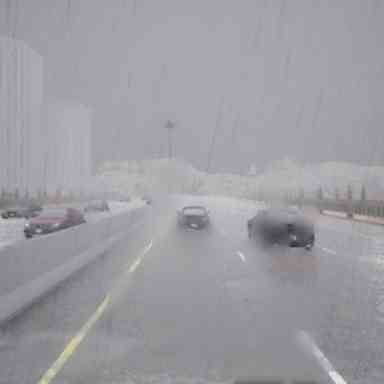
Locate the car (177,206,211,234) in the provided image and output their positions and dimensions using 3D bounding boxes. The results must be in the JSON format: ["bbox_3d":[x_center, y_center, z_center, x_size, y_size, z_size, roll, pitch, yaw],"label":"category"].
[{"bbox_3d":[0.105,1.535,19.219,1.812,1.442,4.674,0,0,0],"label":"car"}]

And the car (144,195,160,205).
[{"bbox_3d":[-7.015,1.631,60.356,1.895,1.301,4.718,0,0,1],"label":"car"}]

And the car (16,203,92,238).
[{"bbox_3d":[-7.094,1.535,17.711,1.812,1.442,4.674,0,0,0],"label":"car"}]

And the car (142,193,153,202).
[{"bbox_3d":[-10.414,1.185,78.182,2.150,2.045,5.566,0,0,1],"label":"car"}]

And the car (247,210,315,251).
[{"bbox_3d":[3.604,1.485,14.269,1.882,1.535,5.008,0,0,0],"label":"car"}]

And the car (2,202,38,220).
[{"bbox_3d":[-14.088,1.578,28.046,1.994,1.385,4.181,0,0,0],"label":"car"}]

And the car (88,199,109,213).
[{"bbox_3d":[-10.582,1.544,37.344,1.812,1.442,4.674,0,0,0],"label":"car"}]

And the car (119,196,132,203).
[{"bbox_3d":[-13.980,1.568,70.013,2.033,1.411,5.357,0,0,0],"label":"car"}]
